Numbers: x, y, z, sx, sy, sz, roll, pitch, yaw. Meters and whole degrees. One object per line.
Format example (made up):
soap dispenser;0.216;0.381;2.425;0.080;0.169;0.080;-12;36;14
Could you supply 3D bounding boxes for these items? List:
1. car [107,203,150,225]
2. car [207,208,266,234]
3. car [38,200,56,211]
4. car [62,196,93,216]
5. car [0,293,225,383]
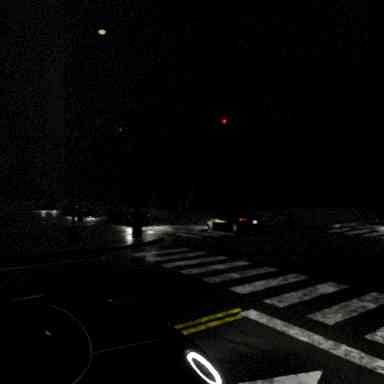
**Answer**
car;-5.012;1.661;25.882;1.882;1.535;5.008;0;0;-35
car;2.565;1.652;20.011;1.994;1.385;4.181;0;-1;-26
car;-21.617;1.958;49.485;1.837;1.490;4.892;0;-1;-35
car;-12.746;1.521;36.823;2.150;2.045;5.566;0;0;-35
car;-1.884;1.352;2.096;4.553;1.767;2.097;0;0;-35
